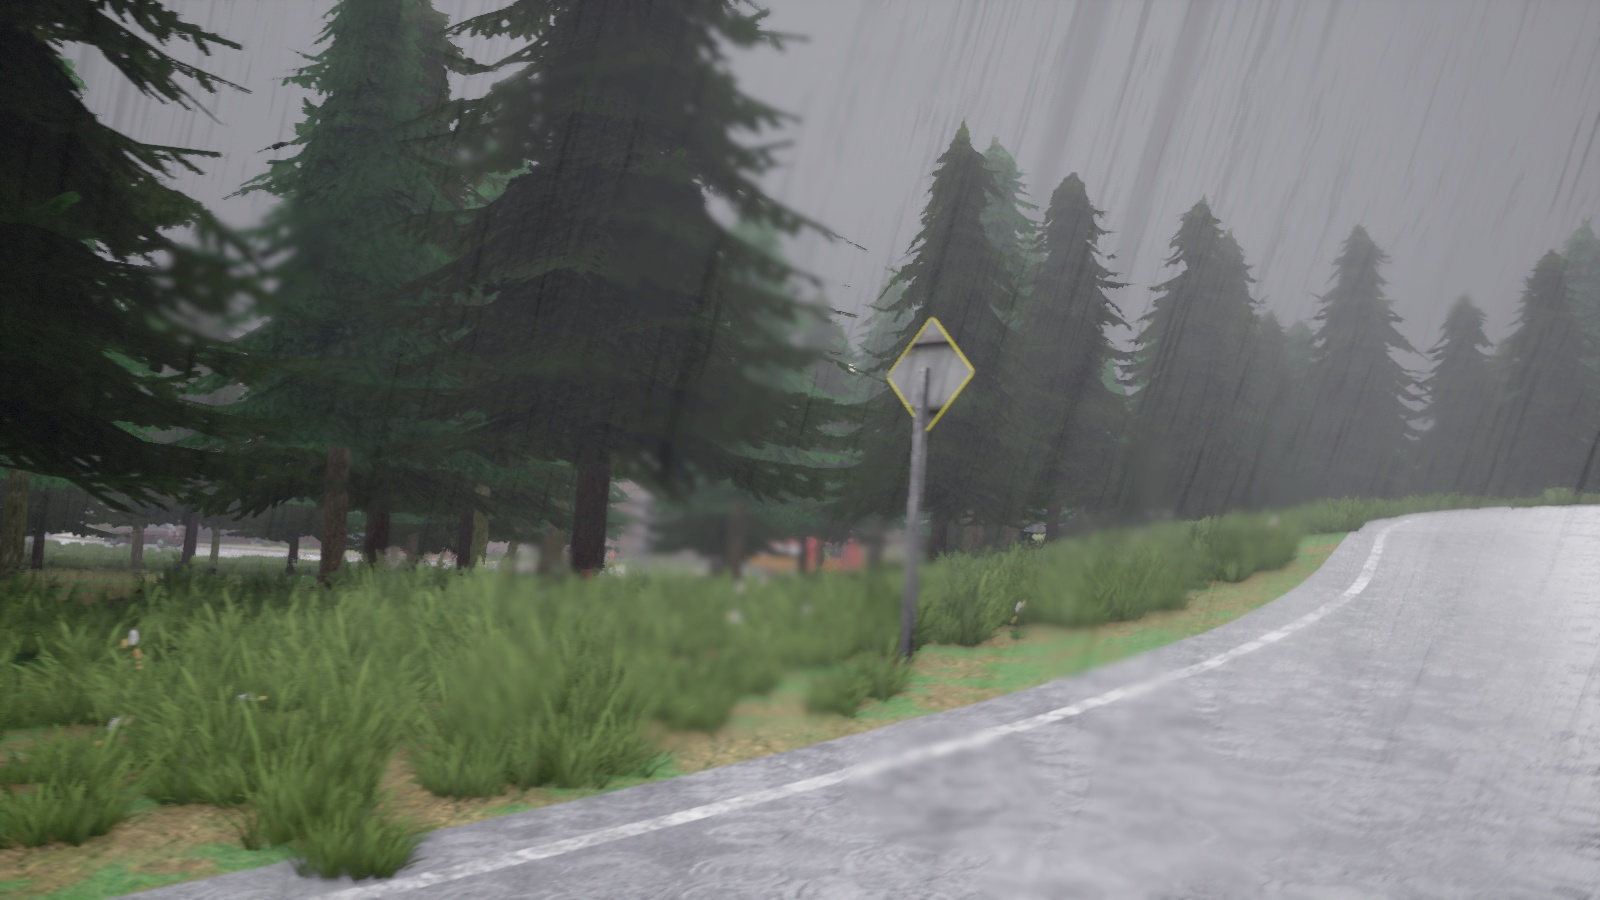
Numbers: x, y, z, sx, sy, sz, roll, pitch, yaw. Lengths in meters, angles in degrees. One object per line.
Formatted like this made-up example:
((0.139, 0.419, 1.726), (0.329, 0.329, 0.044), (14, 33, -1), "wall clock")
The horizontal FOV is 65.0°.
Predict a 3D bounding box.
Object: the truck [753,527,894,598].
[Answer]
((1.437, 7.013, 78.838), (8.468, 3.827, 2.891), (3, -3, -1), "truck")

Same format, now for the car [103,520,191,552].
((-42.491, 5.593, 81.788), (4.553, 1.767, 2.097), (3, -3, -1), "car")
